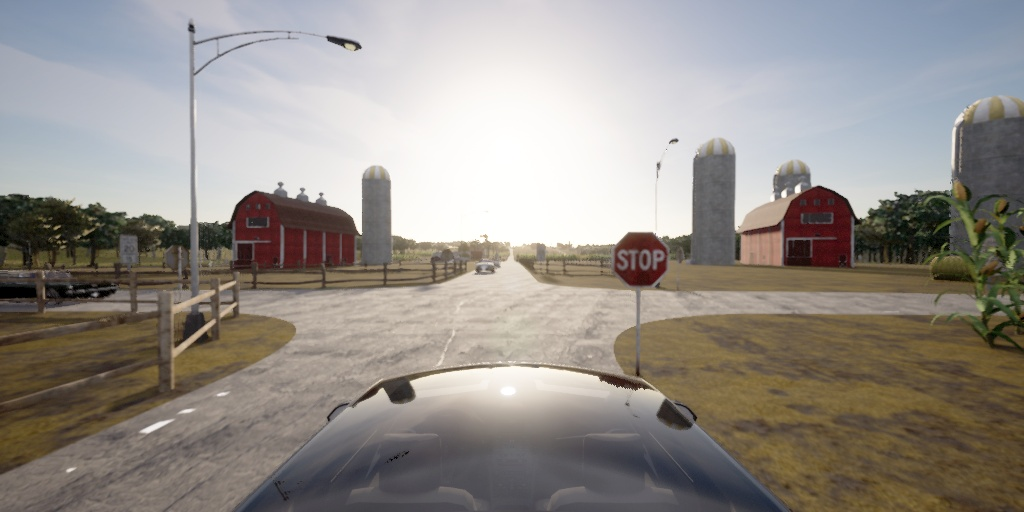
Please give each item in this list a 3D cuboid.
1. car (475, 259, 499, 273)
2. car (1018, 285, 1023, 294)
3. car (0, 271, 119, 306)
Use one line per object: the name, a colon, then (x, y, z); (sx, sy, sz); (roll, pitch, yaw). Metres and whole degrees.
car: (-2.833, 1.039, 38.723); (2.128, 1.511, 4.902); (0, 0, 0)
car: (27.578, 1.416, 17.319); (4.181, 1.385, 1.994); (1, 1, 0)
car: (-19.255, 1.275, 14.658); (4.718, 1.301, 1.895); (0, 1, 0)
